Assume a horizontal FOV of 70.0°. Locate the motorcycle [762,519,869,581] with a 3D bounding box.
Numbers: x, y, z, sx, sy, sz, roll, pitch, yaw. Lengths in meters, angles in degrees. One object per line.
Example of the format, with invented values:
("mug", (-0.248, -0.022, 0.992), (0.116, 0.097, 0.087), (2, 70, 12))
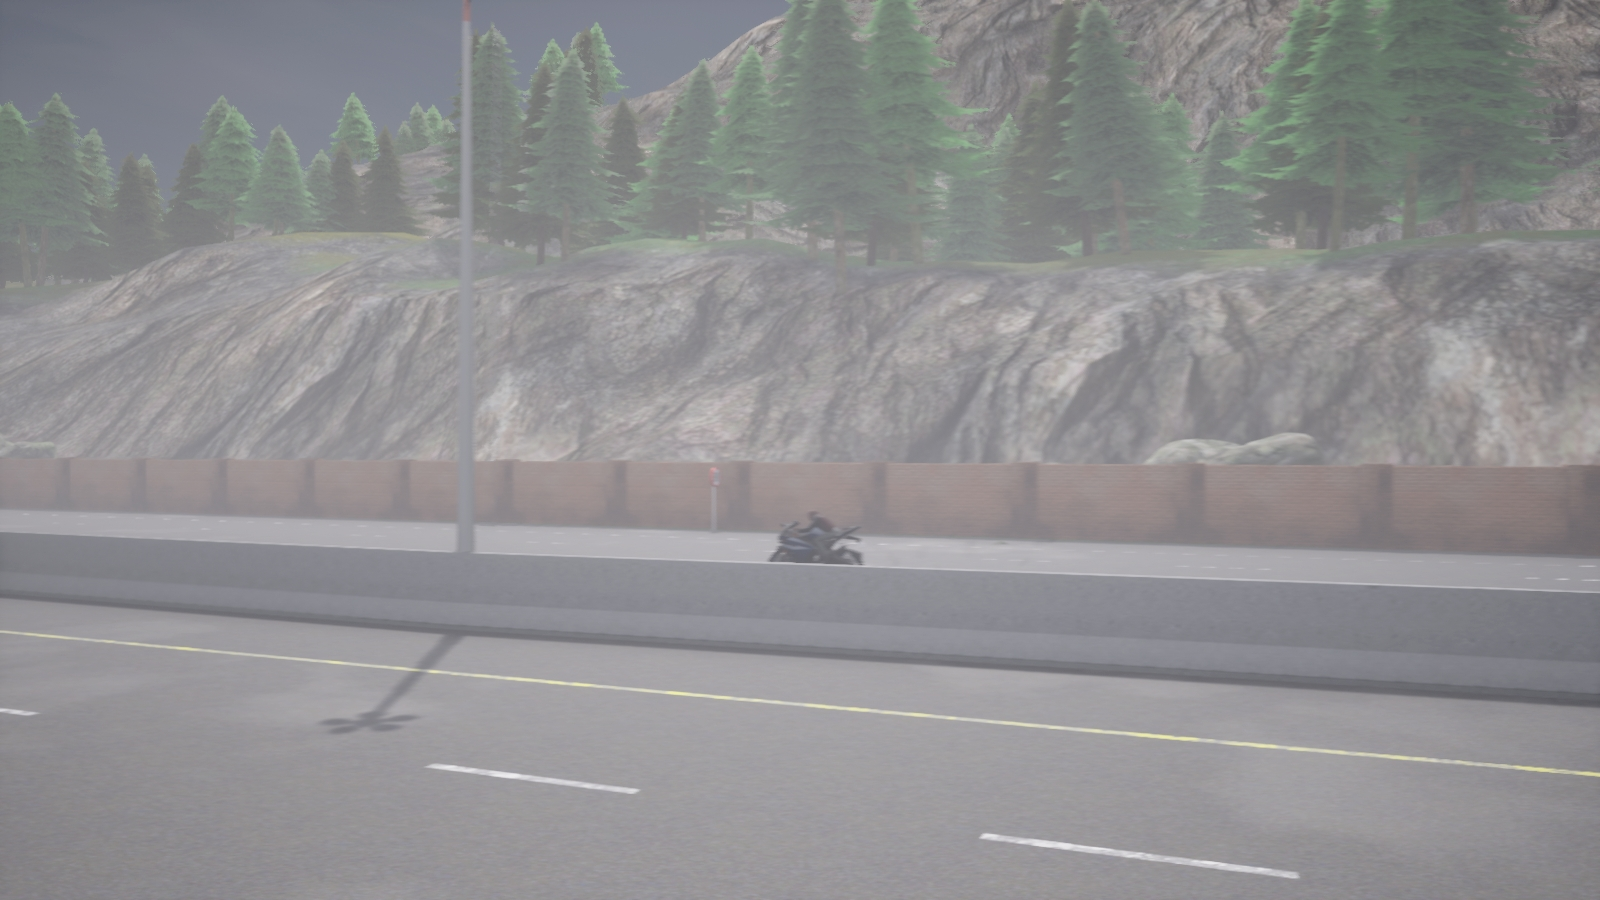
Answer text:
("motorcycle", (0.350, 2.218, 25.527), (2.209, 1.251, 0.867), (0, -1, 22))
